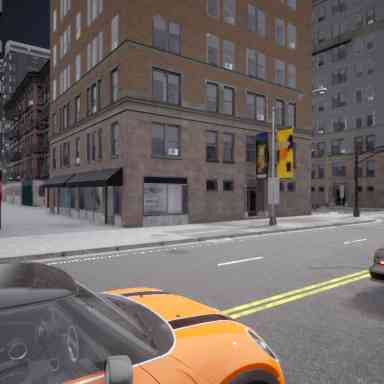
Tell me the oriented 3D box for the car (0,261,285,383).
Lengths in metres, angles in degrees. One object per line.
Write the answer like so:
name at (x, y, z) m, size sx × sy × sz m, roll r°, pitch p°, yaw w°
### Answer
car at (-1.356, 1.352, 2.437) m, size 4.553 × 1.767 × 2.097 m, roll 0°, pitch 0°, yaw -37°

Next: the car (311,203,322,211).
car at (13.008, 1.583, 39.734) m, size 1.895 × 1.301 × 4.718 m, roll 0°, pitch 0°, yaw -36°

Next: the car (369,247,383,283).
car at (6.447, 1.548, 8.238) m, size 5.357 × 1.411 × 2.033 m, roll 0°, pitch 0°, yaw -37°
